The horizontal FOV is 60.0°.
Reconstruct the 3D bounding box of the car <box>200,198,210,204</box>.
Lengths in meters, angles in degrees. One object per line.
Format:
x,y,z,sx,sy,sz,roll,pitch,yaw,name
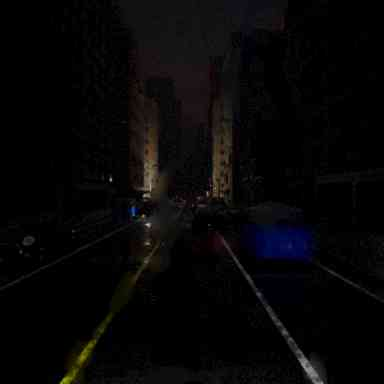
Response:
2.826,1.948,72.276,1.947,1.339,4.313,0,0,0,car

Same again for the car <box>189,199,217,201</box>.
0.888,1.629,29.440,1.882,1.535,5.008,0,0,0,car

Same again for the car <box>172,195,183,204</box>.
-3.030,1.923,71.886,1.994,1.385,4.181,0,0,0,car

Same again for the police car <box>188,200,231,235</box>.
0.892,1.526,19.550,1.930,1.638,5.238,0,0,0,police car

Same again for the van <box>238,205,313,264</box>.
2.851,1.401,11.763,1.690,1.788,3.998,0,0,0,van

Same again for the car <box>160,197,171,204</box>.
-5.700,1.823,72.273,1.967,1.590,4.097,0,0,0,car

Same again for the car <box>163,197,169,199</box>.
-5.695,1.887,61.270,1.947,1.339,4.313,0,0,0,car

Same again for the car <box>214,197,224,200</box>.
2.840,1.517,39.269,2.192,1.841,5.009,0,0,0,car

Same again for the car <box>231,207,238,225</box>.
2.847,1.698,22.765,1.802,1.307,4.206,0,0,0,car

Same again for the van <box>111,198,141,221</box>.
-5.681,1.486,28.264,1.690,1.788,3.998,0,0,0,van

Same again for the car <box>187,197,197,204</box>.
-0.029,1.782,70.307,1.994,1.385,4.181,0,0,0,car

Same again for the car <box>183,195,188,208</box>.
-0.023,1.641,55.384,2.097,1.767,4.553,0,0,0,car

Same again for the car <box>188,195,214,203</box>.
0.886,1.533,35.411,2.097,1.767,4.553,0,0,0,car

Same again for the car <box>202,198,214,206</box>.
2.830,1.872,61.274,2.008,1.369,4.403,0,0,0,car

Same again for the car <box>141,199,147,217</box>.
-5.683,1.724,33.763,2.008,1.369,4.403,0,0,0,car

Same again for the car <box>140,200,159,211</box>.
-5.688,1.797,44.766,1.947,1.339,4.313,0,0,0,car

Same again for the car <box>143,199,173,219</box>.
-3.109,1.664,31.116,1.837,1.490,4.892,0,0,0,car

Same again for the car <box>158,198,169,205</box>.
-5.697,1.934,66.771,1.802,1.307,4.206,0,0,0,car

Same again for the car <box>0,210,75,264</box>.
-5.674,1.501,11.759,1.967,1.590,4.097,0,0,0,car

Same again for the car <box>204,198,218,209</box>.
2.835,1.701,50.272,1.967,1.590,4.097,0,0,0,car
